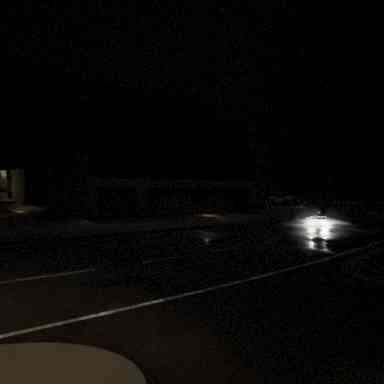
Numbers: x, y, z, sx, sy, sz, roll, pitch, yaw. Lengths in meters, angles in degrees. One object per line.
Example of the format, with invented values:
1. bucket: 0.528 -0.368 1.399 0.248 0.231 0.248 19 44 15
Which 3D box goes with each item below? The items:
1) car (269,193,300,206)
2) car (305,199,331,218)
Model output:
1. car: 14.232 1.099 51.608 2.150 2.045 5.566 0 0 -23
2. car: 11.224 1.413 29.682 2.128 1.511 4.902 0 0 19
